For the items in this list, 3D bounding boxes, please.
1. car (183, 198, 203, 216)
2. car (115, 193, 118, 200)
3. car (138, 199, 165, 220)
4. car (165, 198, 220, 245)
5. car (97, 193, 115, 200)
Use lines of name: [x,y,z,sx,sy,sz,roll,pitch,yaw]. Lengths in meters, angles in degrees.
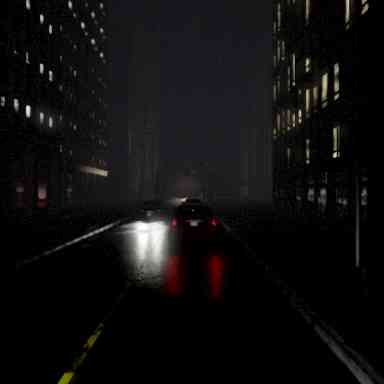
car: [0.089,1.344,31.781,1.837,1.490,4.892,0,0,0]
car: [-19.216,0.967,76.845,4.097,1.590,1.967,0,0,-1]
car: [-3.105,1.357,26.606,2.128,1.511,4.902,0,0,0]
car: [0.088,1.275,15.219,2.097,1.767,4.553,0,0,0]
car: [-18.905,1.067,68.209,4.829,1.417,1.752,0,0,-1]
